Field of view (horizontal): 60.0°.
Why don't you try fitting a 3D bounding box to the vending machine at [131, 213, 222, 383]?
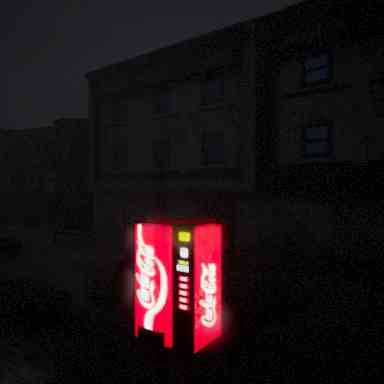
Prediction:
[{"bbox_3d":[-0.204,1.414,4.998,0.880,2.100,1.100,0,0,36],"label":"vending machine"}]
